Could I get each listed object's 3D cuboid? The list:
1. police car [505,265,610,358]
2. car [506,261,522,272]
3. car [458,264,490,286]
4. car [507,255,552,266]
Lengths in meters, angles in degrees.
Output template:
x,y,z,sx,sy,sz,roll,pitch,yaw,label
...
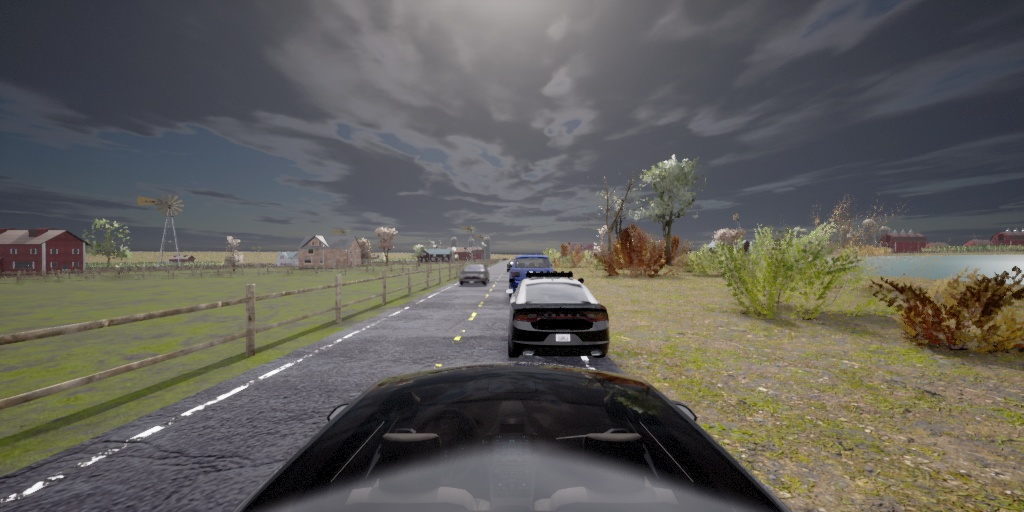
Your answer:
x,y,z,sx,sy,sz,roll,pitch,yaw,label
0.878,1.174,8.630,1.930,1.638,5.238,0,0,0,police car
0.347,1.334,46.308,1.994,1.385,4.181,0,0,2,car
-2.578,1.299,25.754,2.033,1.411,5.357,0,0,0,car
0.949,0.974,18.550,2.150,2.045,5.566,0,0,0,car
